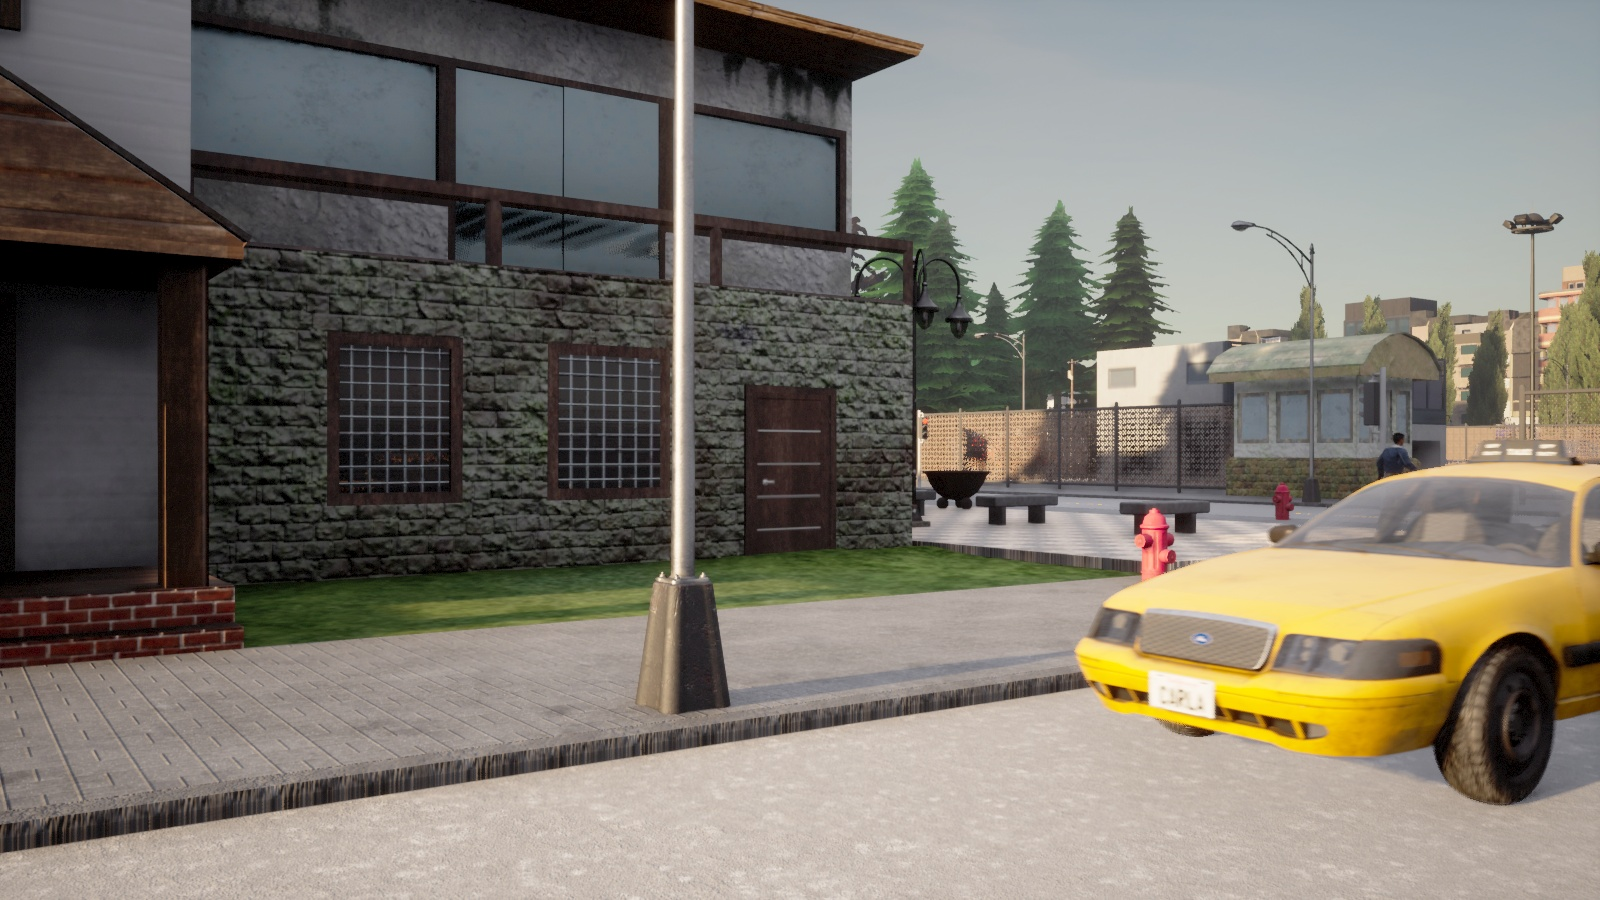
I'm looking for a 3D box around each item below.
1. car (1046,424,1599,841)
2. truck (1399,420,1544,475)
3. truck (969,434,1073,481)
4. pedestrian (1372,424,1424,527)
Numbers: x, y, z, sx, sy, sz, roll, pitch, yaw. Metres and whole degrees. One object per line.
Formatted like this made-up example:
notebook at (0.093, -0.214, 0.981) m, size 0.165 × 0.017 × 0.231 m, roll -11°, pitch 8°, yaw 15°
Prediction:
car at (3.942, 0.693, 7.010) m, size 5.366 × 1.575 × 1.801 m, roll 0°, pitch 0°, yaw -35°
truck at (43.819, -0.129, 82.113) m, size 7.936 × 3.462 × 2.891 m, roll 0°, pitch 0°, yaw 42°
truck at (11.973, 0.399, 67.817) m, size 5.204 × 2.467 × 2.627 m, roll 0°, pitch 0°, yaw -35°
pedestrian at (11.449, 0.486, 24.047) m, size 0.788 × 1.949 × 0.423 m, roll 0°, pitch 0°, yaw -10°
